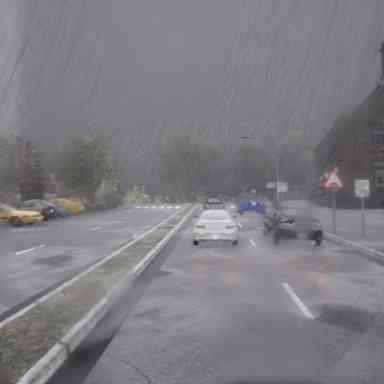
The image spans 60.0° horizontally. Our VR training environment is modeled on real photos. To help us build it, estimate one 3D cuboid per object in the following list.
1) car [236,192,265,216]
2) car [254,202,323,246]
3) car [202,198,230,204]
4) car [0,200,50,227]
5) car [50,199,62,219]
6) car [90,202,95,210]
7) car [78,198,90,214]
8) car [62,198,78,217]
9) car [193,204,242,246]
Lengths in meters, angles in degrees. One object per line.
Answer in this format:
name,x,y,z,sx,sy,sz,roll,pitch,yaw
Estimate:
car,5.228,1.019,29.822,2.150,2.045,5.566,0,1,4
car,4.286,1.427,14.787,2.128,1.511,4.902,0,0,4
car,1.984,1.268,29.997,2.128,1.511,4.902,0,1,4
car,-12.742,1.458,22.180,5.366,1.575,1.946,0,0,4
car,-12.779,1.468,24.948,4.792,1.488,2.163,0,0,4
car,-12.212,1.348,33.187,4.892,1.521,2.231,0,1,4
car,-12.391,1.379,30.438,5.008,1.535,2.097,0,1,4
car,-12.579,1.410,27.691,4.892,1.521,2.231,0,1,4
car,1.042,1.476,14.988,1.812,1.442,4.674,0,0,4
